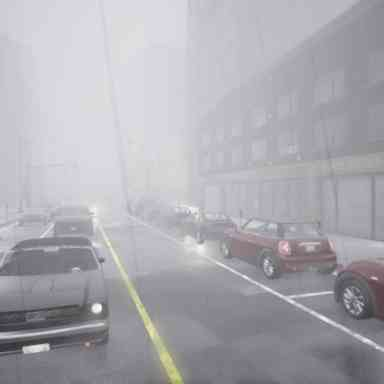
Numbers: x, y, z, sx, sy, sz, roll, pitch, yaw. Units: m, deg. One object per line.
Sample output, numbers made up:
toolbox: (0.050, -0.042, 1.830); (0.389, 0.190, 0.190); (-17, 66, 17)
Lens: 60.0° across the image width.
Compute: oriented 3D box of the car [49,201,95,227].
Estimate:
car: (-6.434, 1.477, 18.213); (1.882, 1.535, 5.008); (0, 0, -18)

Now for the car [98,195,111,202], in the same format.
car: (-20.202, 1.462, 78.041); (1.967, 1.590, 4.097); (0, 0, -19)

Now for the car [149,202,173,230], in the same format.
car: (-1.081, 1.549, 20.683); (2.008, 1.369, 4.403); (0, 0, -18)

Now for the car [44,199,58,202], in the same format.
car: (-12.624, 1.565, 28.515); (1.947, 1.339, 4.313); (0, 0, -18)

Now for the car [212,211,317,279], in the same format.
car: (2.363, 1.438, 10.186); (1.967, 1.590, 4.097); (0, 0, -18)

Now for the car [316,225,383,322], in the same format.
car: (4.085, 1.439, 4.938); (1.967, 1.590, 4.097); (0, 0, -18)

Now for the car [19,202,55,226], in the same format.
car: (-10.902, 1.581, 23.266); (1.802, 1.307, 4.206); (0, 0, -18)

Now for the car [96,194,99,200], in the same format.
car: (-23.963, 1.615, 88.708); (1.802, 1.307, 4.206); (0, 0, -19)

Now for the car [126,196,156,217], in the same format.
car: (-4.525, 1.312, 31.180); (2.192, 1.841, 5.009); (0, 0, -18)

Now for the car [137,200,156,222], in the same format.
car: (-2.803, 1.563, 25.931); (1.947, 1.339, 4.313); (0, 0, -18)

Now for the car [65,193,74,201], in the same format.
car: (-32.006, 1.475, 85.881); (1.967, 1.590, 4.097); (0, 0, -19)

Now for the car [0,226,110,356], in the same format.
car: (-2.592, 1.601, 6.151); (1.895, 1.301, 4.718); (0, 0, -18)

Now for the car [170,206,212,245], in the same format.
car: (0.641, 1.549, 15.435); (2.008, 1.369, 4.403); (0, 0, -18)
